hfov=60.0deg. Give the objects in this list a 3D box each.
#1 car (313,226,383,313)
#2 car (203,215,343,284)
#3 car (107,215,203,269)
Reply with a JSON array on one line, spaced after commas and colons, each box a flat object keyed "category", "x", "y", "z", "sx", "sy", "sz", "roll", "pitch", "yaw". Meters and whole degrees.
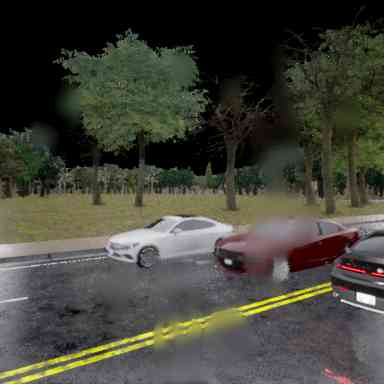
[{"category": "car", "x": 4.843, "y": 1.506, "z": 6.909, "sx": 4.892, "sy": 1.490, "sz": 1.837, "roll": 0, "pitch": 0, "yaw": -36}, {"category": "car", "x": 2.941, "y": 1.478, "z": 9.790, "sx": 5.008, "sy": 1.535, "sz": 1.882, "roll": 0, "pitch": 0, "yaw": -36}, {"category": "car", "x": -0.518, "y": 1.526, "z": 11.312, "sx": 4.674, "sy": 1.442, "sz": 1.812, "roll": 0, "pitch": 0, "yaw": -36}]
